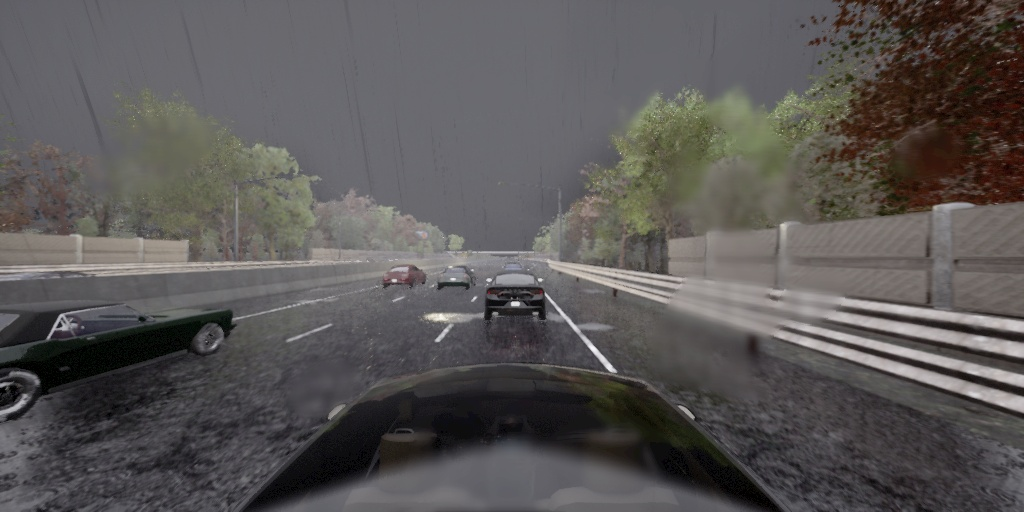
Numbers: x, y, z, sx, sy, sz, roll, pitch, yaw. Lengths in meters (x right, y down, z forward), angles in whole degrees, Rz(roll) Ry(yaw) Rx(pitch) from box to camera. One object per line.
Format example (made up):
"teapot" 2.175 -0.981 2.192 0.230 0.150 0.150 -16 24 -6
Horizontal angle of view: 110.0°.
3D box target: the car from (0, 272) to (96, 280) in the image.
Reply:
"car" -17.508 1.295 13.308 2.033 1.411 5.357 0 0 0

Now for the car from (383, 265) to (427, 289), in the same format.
"car" -6.898 1.273 23.298 1.812 1.442 4.674 0 0 0

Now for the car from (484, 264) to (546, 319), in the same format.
"car" 0.100 1.225 12.740 1.882 1.535 5.008 0 0 0

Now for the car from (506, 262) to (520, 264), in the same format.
"car" 0.096 1.297 32.901 2.033 1.411 5.357 0 0 0

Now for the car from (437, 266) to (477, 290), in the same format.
"car" -3.399 1.311 22.693 1.994 1.385 4.181 0 0 0

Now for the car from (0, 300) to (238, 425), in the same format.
"car" -6.899 1.350 5.630 1.895 1.301 4.718 0 0 0
